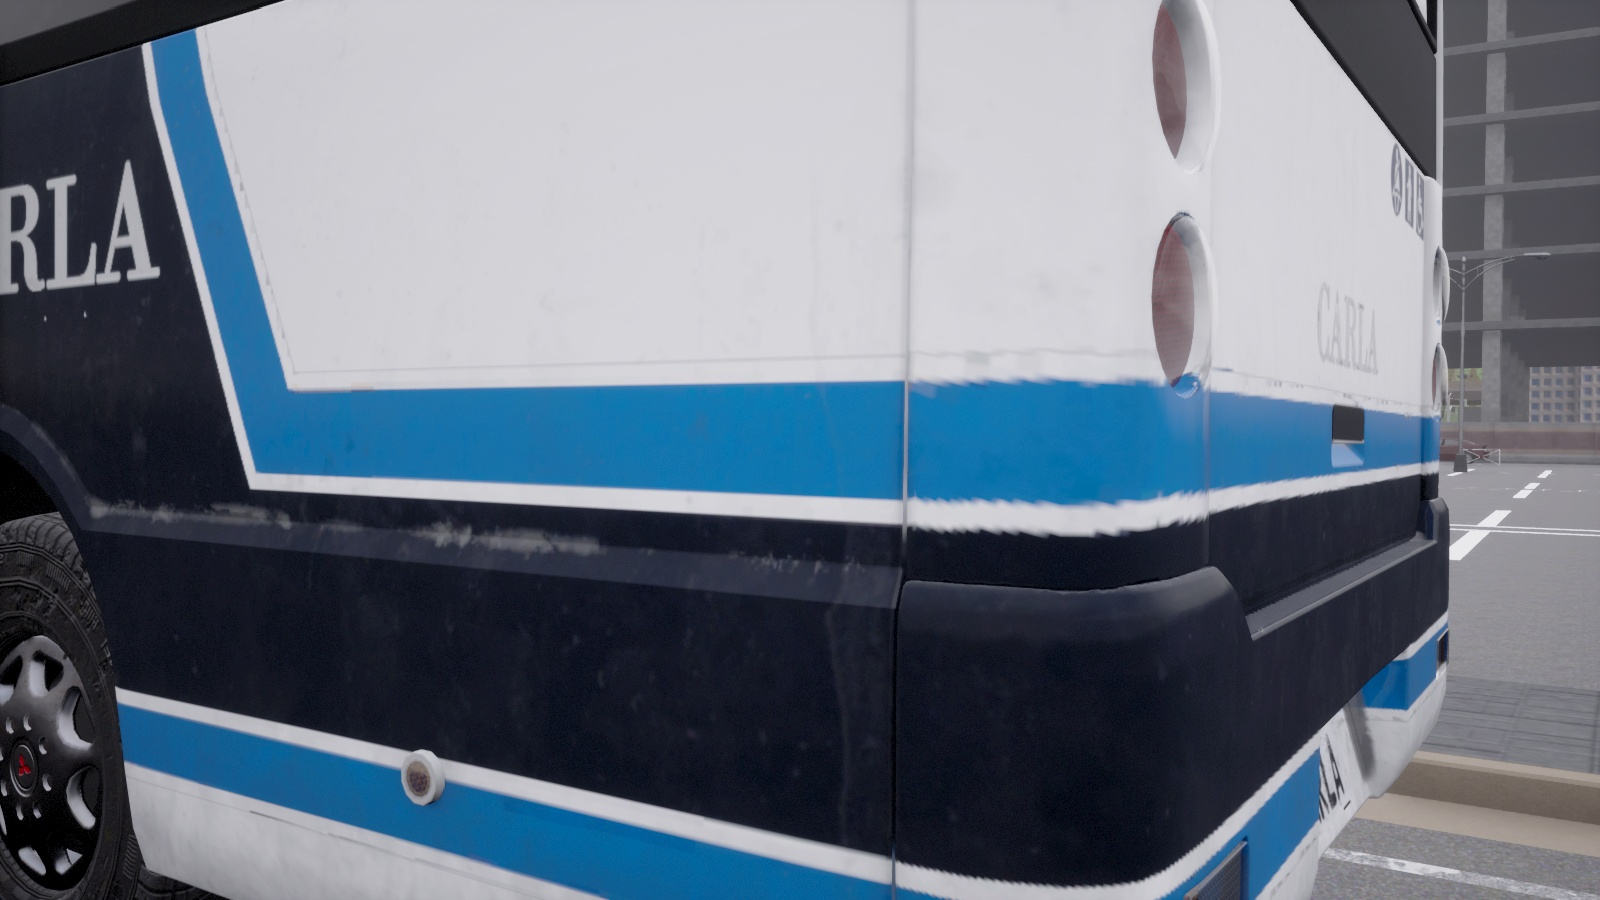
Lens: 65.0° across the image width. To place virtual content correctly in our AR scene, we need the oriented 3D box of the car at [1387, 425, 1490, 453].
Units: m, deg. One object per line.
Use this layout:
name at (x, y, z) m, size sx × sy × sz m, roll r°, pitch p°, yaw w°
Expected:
car at (35.835, -0.633, 70.471) m, size 5.008 × 1.535 × 1.882 m, roll 0°, pitch 1°, yaw 32°

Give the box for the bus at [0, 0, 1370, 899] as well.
bus at (-3.296, -0.694, 5.768) m, size 10.273 × 4.253 × 3.944 m, roll 0°, pitch 1°, yaw 33°
